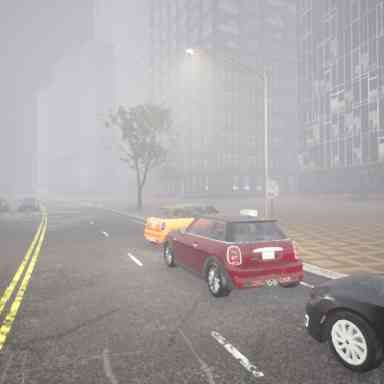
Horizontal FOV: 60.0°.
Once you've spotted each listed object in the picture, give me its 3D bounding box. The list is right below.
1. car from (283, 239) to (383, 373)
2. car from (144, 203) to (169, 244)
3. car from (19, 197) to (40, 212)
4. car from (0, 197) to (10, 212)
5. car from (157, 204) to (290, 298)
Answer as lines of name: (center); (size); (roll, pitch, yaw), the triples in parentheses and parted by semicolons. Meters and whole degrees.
car: (3.571, 1.504, 3.507); (1.837, 1.490, 4.892); (0, 0, -36)
car: (0.307, 1.280, 14.320); (4.553, 1.767, 2.097); (-3, 1, -30)
car: (-19.210, 1.393, 39.309); (2.097, 1.767, 4.553); (0, 0, -25)
car: (-22.167, 1.390, 37.960); (2.097, 1.767, 4.553); (0, 0, -25)
car: (0.788, 1.355, 8.946); (2.097, 1.767, 4.553); (0, 0, -23)
